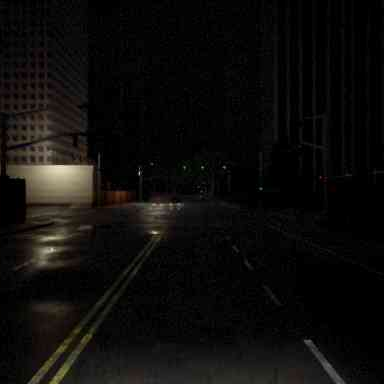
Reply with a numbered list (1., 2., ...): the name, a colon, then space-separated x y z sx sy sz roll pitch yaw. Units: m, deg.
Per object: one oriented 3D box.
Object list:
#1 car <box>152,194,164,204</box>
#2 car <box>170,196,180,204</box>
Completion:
1. car: -6.993 1.388 69.581 2.150 2.045 5.566 0 0 0
2. car: -3.493 1.663 69.614 1.837 1.490 4.892 0 0 0
